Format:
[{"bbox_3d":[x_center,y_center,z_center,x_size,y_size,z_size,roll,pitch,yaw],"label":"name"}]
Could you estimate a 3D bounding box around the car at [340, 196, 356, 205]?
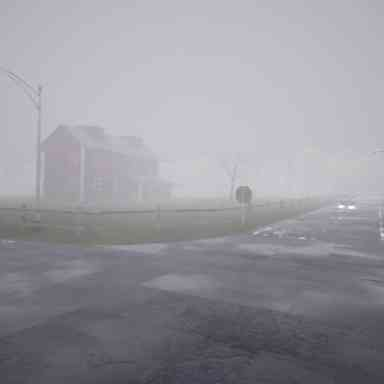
[{"bbox_3d":[23.855,1.294,50.767,1.895,1.301,4.718,2,1,29],"label":"car"}]
